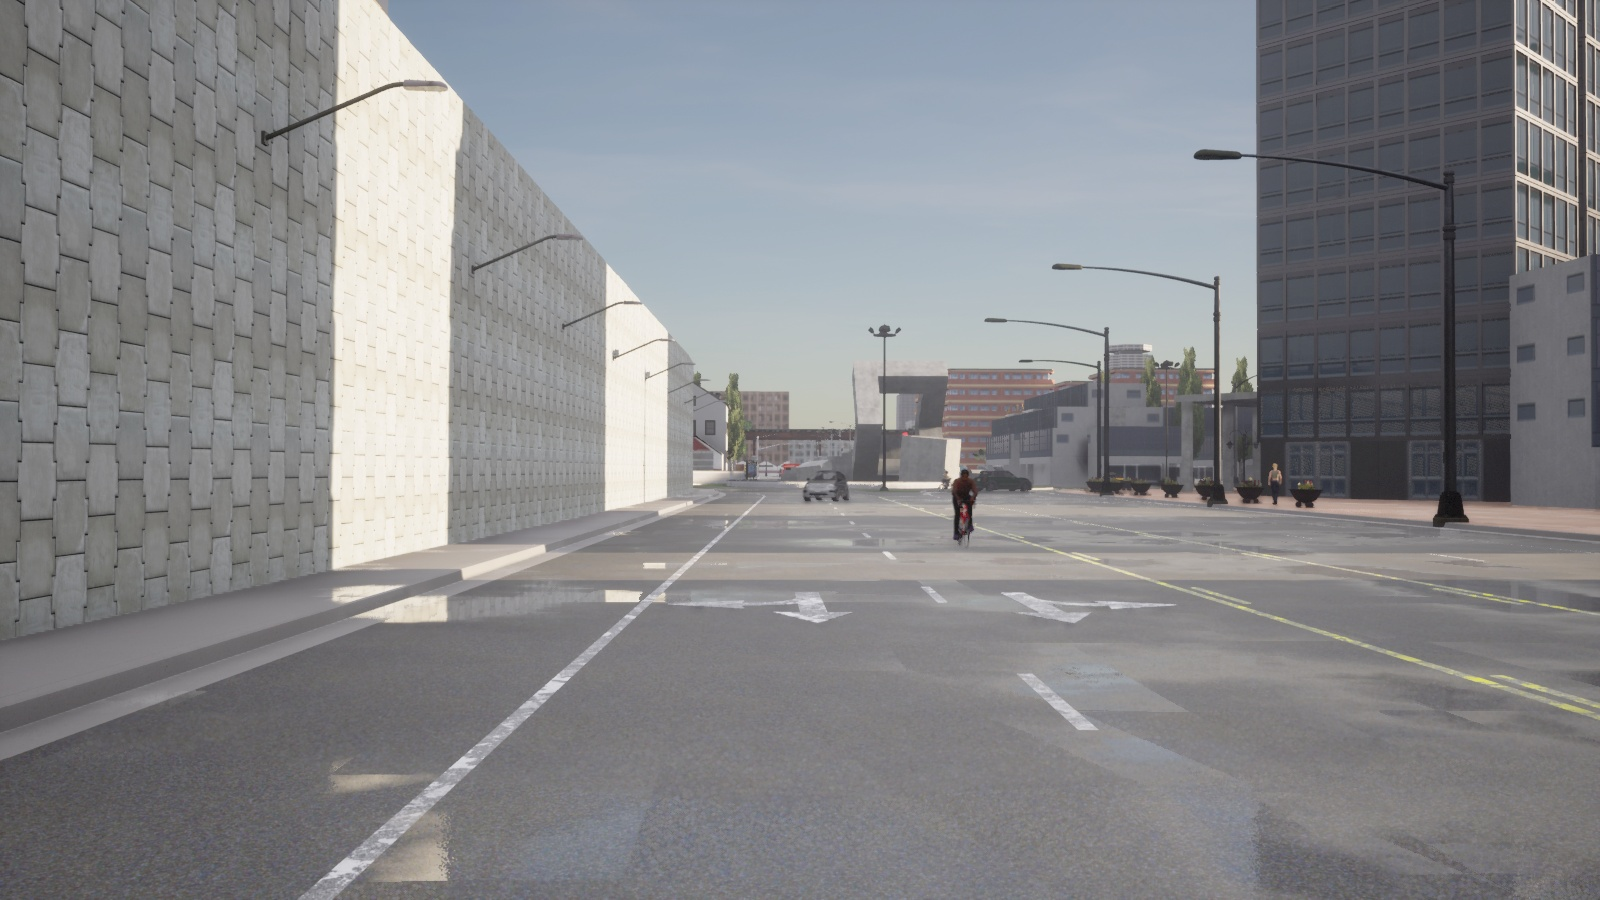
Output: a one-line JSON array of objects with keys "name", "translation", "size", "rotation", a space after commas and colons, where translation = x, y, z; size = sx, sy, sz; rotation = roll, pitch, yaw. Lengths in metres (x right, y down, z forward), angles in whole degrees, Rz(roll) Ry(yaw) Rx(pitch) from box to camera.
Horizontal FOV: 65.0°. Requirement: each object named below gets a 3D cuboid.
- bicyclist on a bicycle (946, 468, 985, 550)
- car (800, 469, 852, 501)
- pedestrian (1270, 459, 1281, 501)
[{"name": "bicyclist on a bicycle", "translation": [3.396, 1.187, 25.867], "size": [0.582, 1.620, 1.656], "rotation": [0, -1, 0]}, {"name": "car", "translation": [1.365, 1.796, 65.006], "size": [1.851, 1.617, 3.988], "rotation": [0, -1, 14]}, {"name": "pedestrian", "translation": [20.997, 1.321, 55.445], "size": [0.345, 1.836, 0.594], "rotation": [-1, -1, 32]}]
